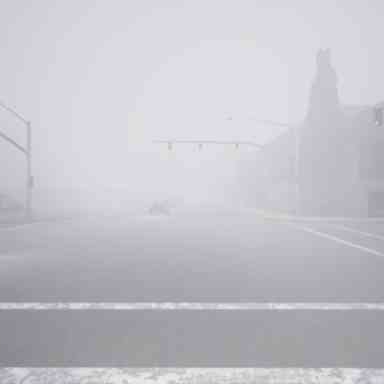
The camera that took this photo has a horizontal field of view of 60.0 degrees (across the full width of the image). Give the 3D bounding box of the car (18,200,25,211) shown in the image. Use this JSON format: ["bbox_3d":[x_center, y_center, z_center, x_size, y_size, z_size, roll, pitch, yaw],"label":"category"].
[{"bbox_3d":[-21.321,1.225,37.870,3.866,1.878,1.905,0,0,0],"label":"car"}]

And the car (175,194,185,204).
[{"bbox_3d":[-2.633,1.343,69.147,2.150,2.045,5.566,0,0,2],"label":"car"}]

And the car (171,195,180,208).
[{"bbox_3d":[-3.318,1.578,48.506,2.128,1.511,4.902,0,0,2],"label":"car"}]

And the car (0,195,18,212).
[{"bbox_3d":[-21.384,1.217,34.976,4.605,1.855,1.932,0,0,0],"label":"car"}]

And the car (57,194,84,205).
[{"bbox_3d":[-21.301,1.260,57.493,3.866,1.878,1.905,0,0,0],"label":"car"}]

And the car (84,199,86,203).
[{"bbox_3d":[-21.282,1.505,60.388,3.806,1.475,1.970,0,0,0],"label":"car"}]

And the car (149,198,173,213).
[{"bbox_3d":[-3.611,1.668,37.238,1.895,1.301,4.718,0,0,1],"label":"car"}]
